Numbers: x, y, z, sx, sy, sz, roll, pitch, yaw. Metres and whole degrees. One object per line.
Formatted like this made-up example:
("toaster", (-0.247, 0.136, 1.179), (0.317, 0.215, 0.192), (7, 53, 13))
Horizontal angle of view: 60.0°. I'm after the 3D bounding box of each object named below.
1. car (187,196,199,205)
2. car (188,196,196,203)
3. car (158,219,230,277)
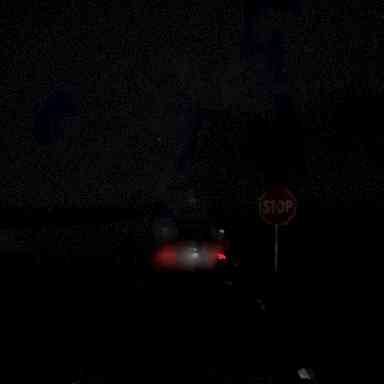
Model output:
("car", (0.006, 1.876, 64.717), (1.895, 1.301, 4.718), (0, -1, 0))
("car", (0.006, 1.676, 74.708), (1.882, 1.535, 5.008), (0, -1, 0))
("car", (0.061, 1.555, 10.236), (2.033, 1.411, 5.357), (0, 0, 0))
